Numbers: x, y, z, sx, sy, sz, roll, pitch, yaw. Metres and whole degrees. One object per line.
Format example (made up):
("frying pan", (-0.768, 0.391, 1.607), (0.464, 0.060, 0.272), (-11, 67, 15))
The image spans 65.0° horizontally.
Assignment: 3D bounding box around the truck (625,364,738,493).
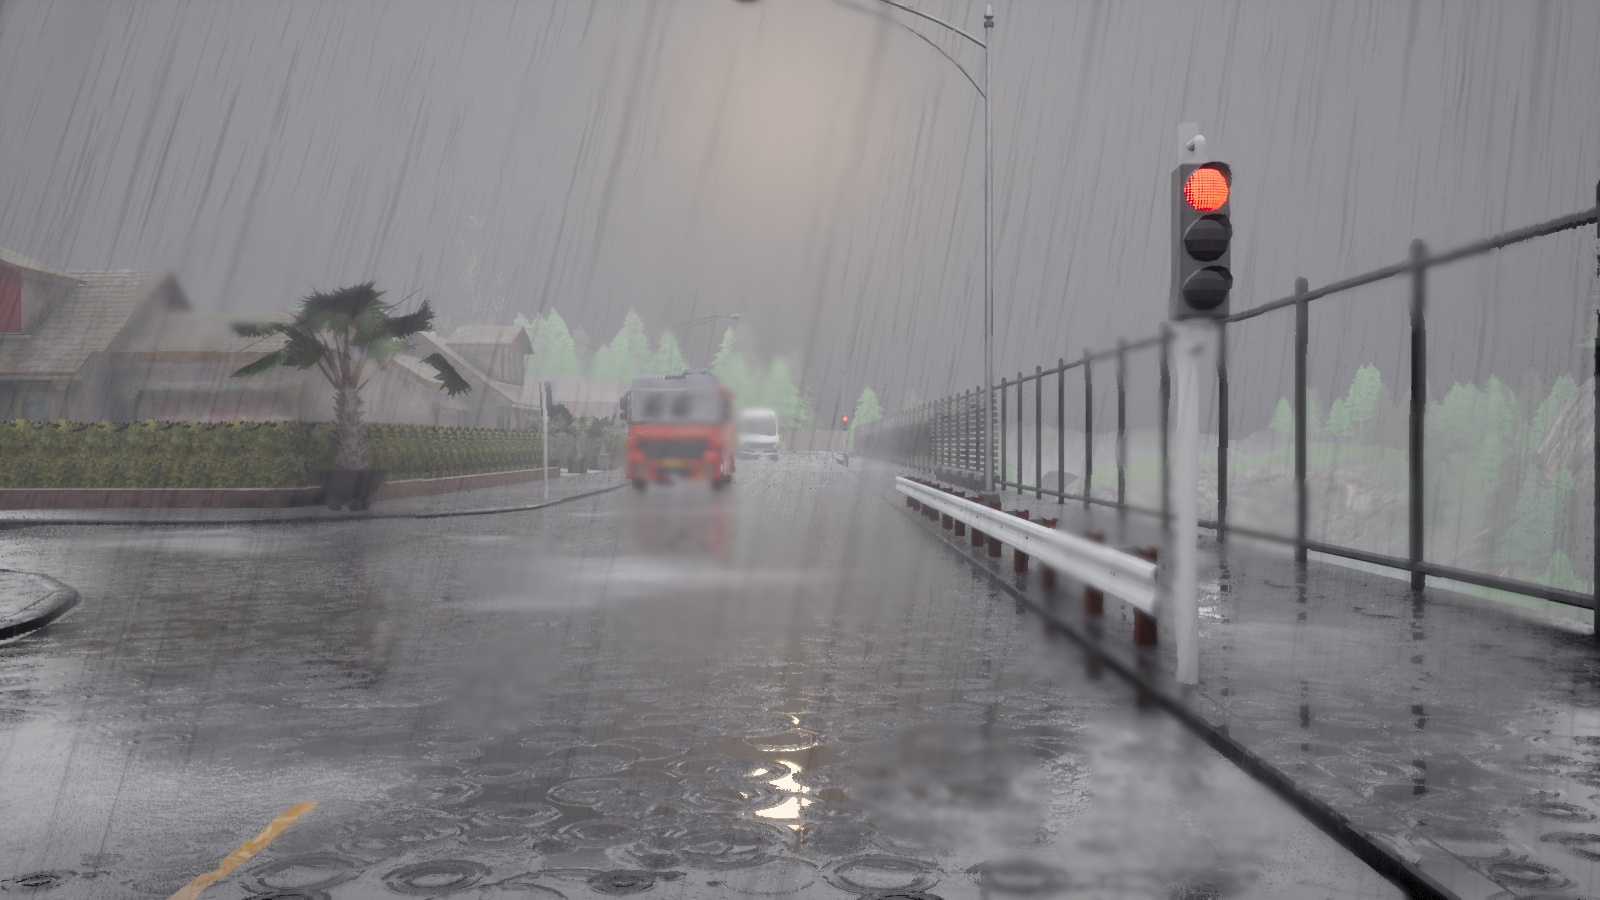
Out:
("truck", (-3.747, -0.656, 41.568), (2.891, 3.827, 8.468), (0, 0, 0))
